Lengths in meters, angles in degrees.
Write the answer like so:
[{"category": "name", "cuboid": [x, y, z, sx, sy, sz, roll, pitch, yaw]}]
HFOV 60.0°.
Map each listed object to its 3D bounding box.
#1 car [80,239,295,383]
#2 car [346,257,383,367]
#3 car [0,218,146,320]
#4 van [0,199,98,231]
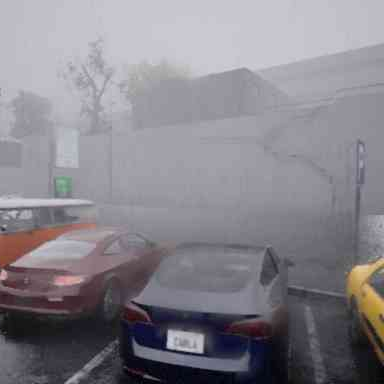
[{"category": "car", "cuboid": [0.562, 1.498, 5.432, 2.163, 1.488, 4.792, 1, 0, 16]}, {"category": "car", "cuboid": [2.944, 1.489, 3.487, 1.946, 1.575, 5.366, 1, 0, 16]}, {"category": "car", "cuboid": [-1.875, 1.474, 7.134, 2.002, 1.452, 4.674, 1, 0, 16]}, {"category": "van", "cuboid": [-4.317, 1.172, 8.755, 1.878, 1.987, 4.442, 1, 0, 16]}]
